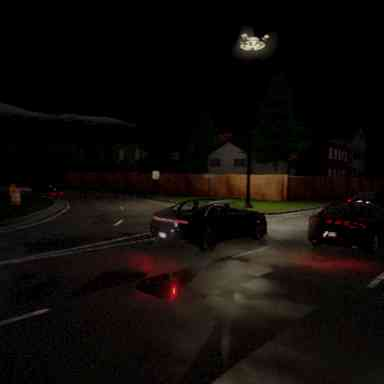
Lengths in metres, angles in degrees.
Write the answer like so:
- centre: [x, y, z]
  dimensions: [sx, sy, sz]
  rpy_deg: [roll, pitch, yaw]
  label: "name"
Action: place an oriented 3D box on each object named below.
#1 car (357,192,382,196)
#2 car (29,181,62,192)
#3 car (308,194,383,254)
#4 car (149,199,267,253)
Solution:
- centre: [13.677, 0.690, 25.730]
  dimensions: [2.033, 1.411, 5.357]
  rpy_deg: [4, 3, 42]
  label: "car"
- centre: [-18.825, -0.762, 42.527]
  dimensions: [4.718, 1.301, 1.895]
  rpy_deg: [3, 3, 35]
  label: "car"
- centre: [5.846, 1.066, 11.766]
  dimensions: [1.882, 1.535, 5.008]
  rpy_deg: [4, 4, 42]
  label: "car"
- centre: [0.789, 0.982, 11.369]
  dimensions: [2.128, 1.511, 4.902]
  rpy_deg: [4, 4, 42]
  label: "car"
